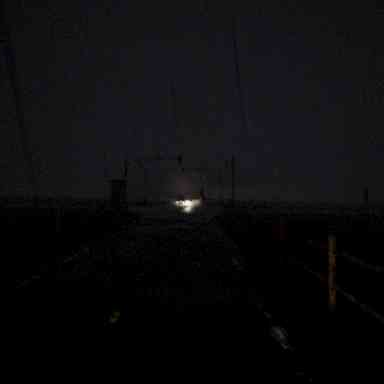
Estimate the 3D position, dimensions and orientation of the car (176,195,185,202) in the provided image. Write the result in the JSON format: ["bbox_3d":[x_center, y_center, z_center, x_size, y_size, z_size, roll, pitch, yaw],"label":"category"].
[{"bbox_3d":[-2.658,1.473,78.265,1.837,1.490,4.892,0,0,0],"label":"car"}]
